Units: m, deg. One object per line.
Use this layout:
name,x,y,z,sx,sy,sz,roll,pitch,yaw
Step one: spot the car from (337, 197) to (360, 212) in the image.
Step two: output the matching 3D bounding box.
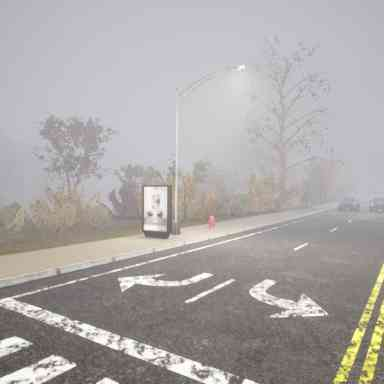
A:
car,18.736,1.389,39.706,2.097,1.767,4.553,0,0,31

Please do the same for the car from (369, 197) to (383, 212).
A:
car,21.536,1.392,38.056,2.097,1.767,4.553,0,0,31
